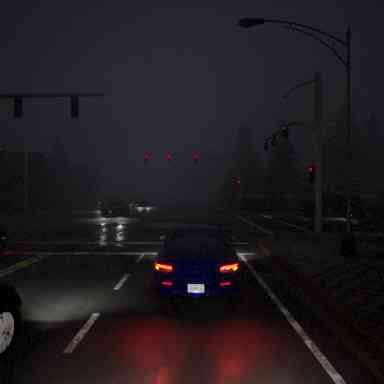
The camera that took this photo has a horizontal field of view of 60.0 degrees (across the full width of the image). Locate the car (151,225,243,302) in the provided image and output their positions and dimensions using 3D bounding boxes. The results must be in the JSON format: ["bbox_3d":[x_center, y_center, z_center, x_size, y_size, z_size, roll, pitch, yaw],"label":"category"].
[{"bbox_3d":[0.135,1.526,8.140,1.812,1.442,4.674,0,0,2],"label":"car"}]

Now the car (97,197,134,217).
[{"bbox_3d":[-7.120,1.506,31.386,1.837,1.490,4.892,0,0,0],"label":"car"}]

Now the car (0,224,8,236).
[{"bbox_3d":[-7.105,1.491,9.231,2.128,1.511,4.902,0,0,0],"label":"car"}]

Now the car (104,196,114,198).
[{"bbox_3d":[-10.625,1.352,42.739,2.097,1.767,4.553,0,0,0],"label":"car"}]

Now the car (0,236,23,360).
[{"bbox_3d":[-3.440,1.505,3.008,1.837,1.490,4.892,0,0,0],"label":"car"}]

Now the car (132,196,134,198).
[{"bbox_3d":[-10.554,1.526,62.838,1.812,1.442,4.674,0,0,0],"label":"car"}]

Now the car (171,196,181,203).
[{"bbox_3d":[-3.447,1.477,69.651,1.882,1.535,5.008,0,0,0],"label":"car"}]

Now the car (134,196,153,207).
[{"bbox_3d":[-7.122,1.563,50.674,1.994,1.385,4.181,0,0,0],"label":"car"}]

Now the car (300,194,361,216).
[{"bbox_3d":[13.078,1.222,31.153,5.566,2.045,2.150,0,0,0],"label":"car"}]

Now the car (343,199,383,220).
[{"bbox_3d":[15.898,1.547,27.652,5.357,1.411,2.033,0,0,0],"label":"car"}]
